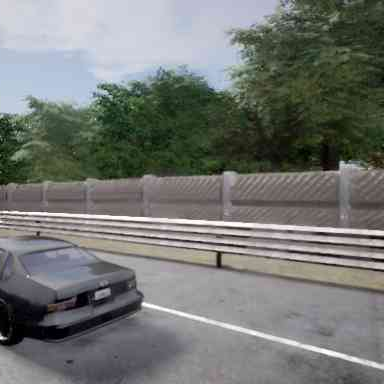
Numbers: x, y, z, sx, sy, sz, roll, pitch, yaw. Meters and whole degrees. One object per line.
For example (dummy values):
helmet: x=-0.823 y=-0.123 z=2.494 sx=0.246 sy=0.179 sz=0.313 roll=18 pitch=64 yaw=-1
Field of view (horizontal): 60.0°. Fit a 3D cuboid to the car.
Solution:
car: x=-3.366 y=1.574 z=6.393 sx=5.357 sy=1.411 sz=2.033 roll=0 pitch=0 yaw=36
